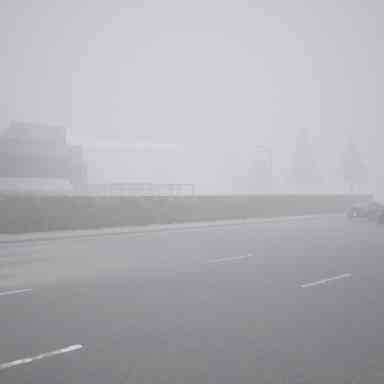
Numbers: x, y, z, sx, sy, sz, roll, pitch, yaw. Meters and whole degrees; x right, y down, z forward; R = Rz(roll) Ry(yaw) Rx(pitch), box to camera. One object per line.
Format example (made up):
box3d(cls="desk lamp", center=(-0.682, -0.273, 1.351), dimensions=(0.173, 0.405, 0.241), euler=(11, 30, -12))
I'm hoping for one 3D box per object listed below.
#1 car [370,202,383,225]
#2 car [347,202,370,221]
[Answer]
box3d(cls="car", center=(14.323, 1.525, 22.572), dimensions=(4.674, 1.442, 1.812), euler=(0, 0, -36))
box3d(cls="car", center=(14.364, 1.525, 26.898), dimensions=(4.674, 1.442, 1.812), euler=(0, 0, -36))
